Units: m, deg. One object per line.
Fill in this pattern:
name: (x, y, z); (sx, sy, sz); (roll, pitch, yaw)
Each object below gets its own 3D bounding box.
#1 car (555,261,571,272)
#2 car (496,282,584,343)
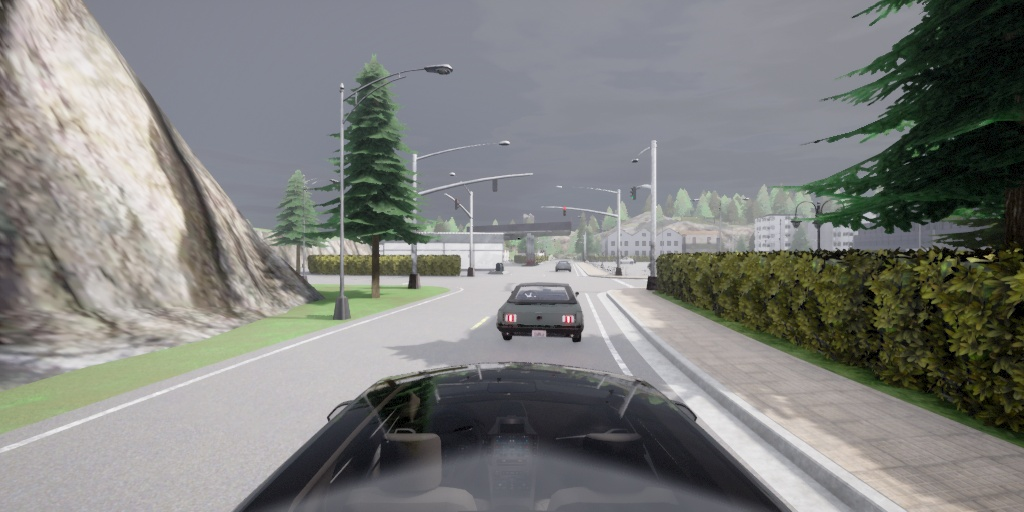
car: (6.568, 1.314, 45.827); (1.994, 1.385, 4.181); (0, 0, 9)
car: (0.883, 1.351, 9.760); (1.895, 1.301, 4.718); (0, 0, 8)
